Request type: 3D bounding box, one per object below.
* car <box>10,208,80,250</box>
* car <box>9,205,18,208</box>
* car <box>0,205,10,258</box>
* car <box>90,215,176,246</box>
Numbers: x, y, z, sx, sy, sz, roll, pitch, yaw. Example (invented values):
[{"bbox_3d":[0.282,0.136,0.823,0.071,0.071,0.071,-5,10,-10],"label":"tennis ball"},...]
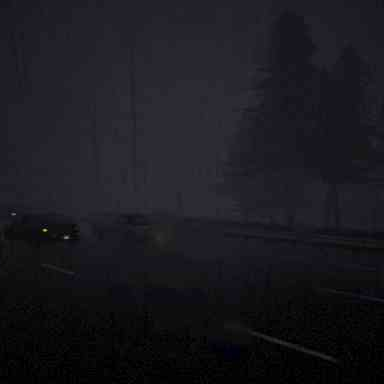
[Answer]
[{"bbox_3d":[-6.782,1.642,15.014,4.674,1.442,1.812,0,-1,43],"label":"car"},{"bbox_3d":[-15.623,1.736,27.761,4.181,1.385,1.994,0,-1,43],"label":"car"},{"bbox_3d":[-8.590,1.408,11.927,4.553,1.767,2.097,0,-1,43],"label":"car"},{"bbox_3d":[-3.053,1.776,16.342,4.718,1.301,1.895,0,-1,43],"label":"car"}]
